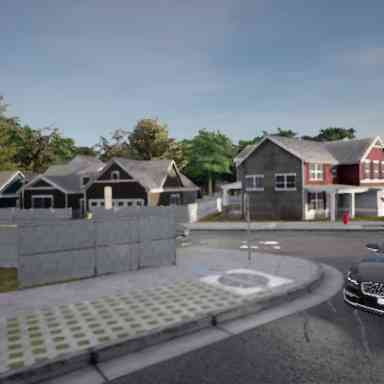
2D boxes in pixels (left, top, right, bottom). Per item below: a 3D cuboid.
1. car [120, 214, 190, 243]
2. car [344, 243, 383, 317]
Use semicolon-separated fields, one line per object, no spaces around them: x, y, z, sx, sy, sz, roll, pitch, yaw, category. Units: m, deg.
-2.536;1.949;17.461;4.892;1.490;1.837;-1;1;18;car
4.936;1.436;6.625;4.892;1.490;1.837;-1;1;-37;car
